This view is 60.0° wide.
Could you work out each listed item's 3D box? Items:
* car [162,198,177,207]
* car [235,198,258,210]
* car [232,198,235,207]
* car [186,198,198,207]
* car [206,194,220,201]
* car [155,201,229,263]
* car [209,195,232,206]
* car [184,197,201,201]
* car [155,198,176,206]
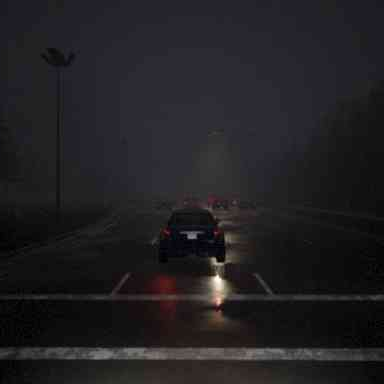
[{"bbox_3d":[-3.493,1.593,52.371,1.994,1.385,4.181,0,0,0],"label":"car"},{"bbox_3d":[7.006,1.625,42.398,1.895,1.301,4.718,0,0,0],"label":"car"},{"bbox_3d":[7.007,1.630,52.399,1.895,1.301,4.718,0,0,0],"label":"car"},{"bbox_3d":[0.007,1.630,52.400,1.895,1.301,4.718,0,0,0],"label":"car"},{"bbox_3d":[3.507,1.251,52.400,2.150,2.045,5.566,0,0,0],"label":"car"},{"bbox_3d":[0.002,1.359,12.129,2.097,1.767,4.553,0,0,0],"label":"car"},{"bbox_3d":[3.506,1.528,41.952,1.837,1.490,4.892,0,0,0],"label":"car"},{"bbox_3d":[0.006,1.376,42.339,2.097,1.767,4.553,0,0,0],"label":"car"},{"bbox_3d":[-3.494,1.625,42.400,1.895,1.301,4.718,0,0,0],"label":"car"}]
